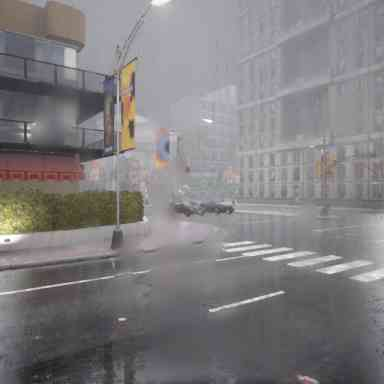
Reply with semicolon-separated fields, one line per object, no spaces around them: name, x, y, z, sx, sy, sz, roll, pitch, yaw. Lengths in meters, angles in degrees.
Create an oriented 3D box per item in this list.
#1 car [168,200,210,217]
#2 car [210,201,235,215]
car;-0.624;1.526;32.087;1.812;1.442;4.674;0;0;-35
car;2.227;1.601;34.117;1.895;1.301;4.718;0;0;-35
